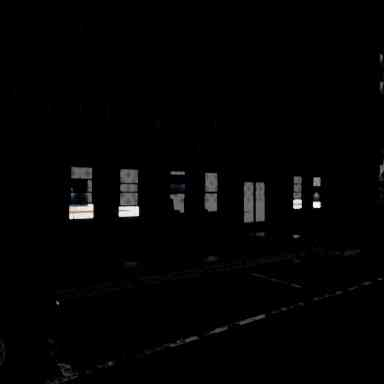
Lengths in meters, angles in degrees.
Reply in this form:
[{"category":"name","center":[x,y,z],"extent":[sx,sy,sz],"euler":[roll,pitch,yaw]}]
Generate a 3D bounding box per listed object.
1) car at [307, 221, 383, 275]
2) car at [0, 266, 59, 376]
[{"category":"car","center":[5.381,1.582,10.402],"extent":[4.206,1.307,1.802],"euler":[0,0,-36]},{"category":"car","center":[-3.886,1.551,3.789],"extent":[4.403,1.369,2.008],"euler":[0,0,-36]}]
